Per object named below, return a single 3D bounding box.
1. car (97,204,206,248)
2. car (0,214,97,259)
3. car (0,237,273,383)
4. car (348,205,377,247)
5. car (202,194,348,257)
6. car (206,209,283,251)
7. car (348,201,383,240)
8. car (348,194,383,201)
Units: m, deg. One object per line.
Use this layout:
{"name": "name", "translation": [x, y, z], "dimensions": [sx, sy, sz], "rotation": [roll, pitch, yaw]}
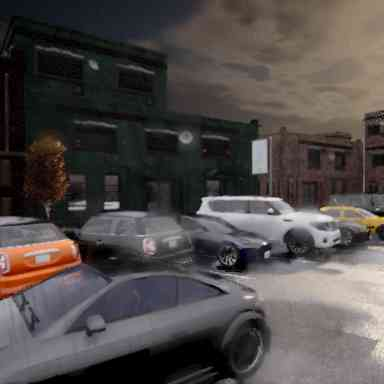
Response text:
{"name": "car", "translation": [-2.202, 1.337, 9.459], "dimensions": [4.553, 1.767, 2.185], "rotation": [-1, 0, 35]}
{"name": "car", "translation": [-4.655, 1.356, 7.730], "dimensions": [4.553, 1.767, 2.185], "rotation": [-1, 0, 35]}
{"name": "car", "translation": [-1.021, 1.556, 3.894], "dimensions": [4.181, 1.385, 1.994], "rotation": [0, 0, -35]}
{"name": "car", "translation": [5.168, 1.441, 14.654], "dimensions": [4.792, 1.488, 2.163], "rotation": [-1, -1, 35]}
{"name": "car", "translation": [2.709, 1.176, 12.929], "dimensions": [5.566, 2.045, 2.435], "rotation": [-1, -1, 35]}
{"name": "car", "translation": [0.259, 1.474, 11.201], "dimensions": [4.792, 1.488, 2.163], "rotation": [-1, -1, 35]}
{"name": "car", "translation": [7.751, 1.390, 16.295], "dimensions": [5.366, 1.575, 1.946], "rotation": [-1, -1, 35]}
{"name": "car", "translation": [10.074, 1.130, 18.131], "dimensions": [5.566, 2.045, 2.435], "rotation": [-1, -1, 35]}
